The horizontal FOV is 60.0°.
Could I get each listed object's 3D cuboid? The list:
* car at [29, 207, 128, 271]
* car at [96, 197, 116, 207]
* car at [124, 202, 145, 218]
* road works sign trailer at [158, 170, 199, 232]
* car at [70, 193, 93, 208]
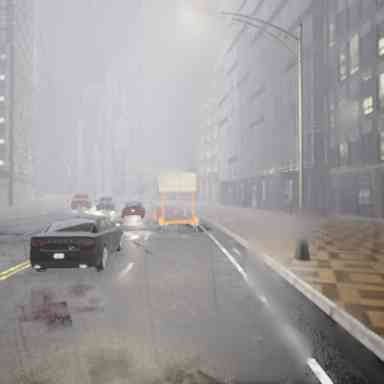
[{"bbox_3d":[-3.507,1.476,10.946,1.882,1.535,5.008,0,0,-3],"label":"car"},{"bbox_3d":[-10.172,1.333,39.516,2.097,1.767,4.553,0,0,-10],"label":"car"},{"bbox_3d":[-5.273,1.553,30.226,1.994,1.385,4.181,0,0,-7],"label":"car"},{"bbox_3d":[-0.865,0.459,20.168,2.380,3.560,2.880,0,0,-6],"label":"road works sign trailer"},{"bbox_3d":[-13.995,1.197,42.449,2.150,2.045,5.566,0,0,-11],"label":"car"}]
